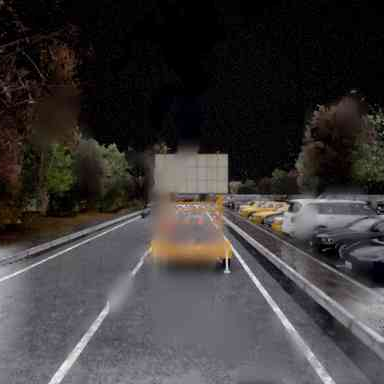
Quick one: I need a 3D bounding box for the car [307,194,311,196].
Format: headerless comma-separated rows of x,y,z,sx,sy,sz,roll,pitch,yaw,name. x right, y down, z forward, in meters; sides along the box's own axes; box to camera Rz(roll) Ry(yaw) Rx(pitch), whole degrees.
20.158,1.348,47.945,5.566,2.045,2.435,0,0,0,car

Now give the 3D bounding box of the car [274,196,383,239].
6.870,1.335,14.829,5.566,2.045,2.435,0,0,0,car

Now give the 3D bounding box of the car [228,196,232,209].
7.071,1.592,39.804,4.792,1.488,2.163,0,0,0,car

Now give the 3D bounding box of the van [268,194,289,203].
20.315,1.537,78.550,4.442,1.987,1.878,0,-1,0,van

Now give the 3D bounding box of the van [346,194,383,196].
19.989,1.317,36.850,4.442,1.987,1.878,0,0,0,van

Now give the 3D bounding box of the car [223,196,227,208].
7.057,1.622,45.357,4.792,1.488,2.163,0,0,0,car

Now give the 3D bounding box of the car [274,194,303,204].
20.336,1.467,70.231,5.566,2.045,2.435,0,0,0,car

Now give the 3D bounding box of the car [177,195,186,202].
-2.873,1.761,90.694,2.150,2.045,5.566,0,-1,0,car

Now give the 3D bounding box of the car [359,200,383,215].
20.105,1.563,34.096,4.792,1.488,2.163,0,0,0,car

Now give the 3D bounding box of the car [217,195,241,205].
7.210,1.571,64.790,4.553,1.767,2.185,0,0,0,car

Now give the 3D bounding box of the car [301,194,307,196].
20.181,1.362,50.715,5.566,2.045,2.435,0,0,0,car

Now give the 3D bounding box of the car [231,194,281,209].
7.050,1.425,37.032,4.553,1.767,2.185,0,0,0,car

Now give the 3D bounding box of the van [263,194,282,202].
20.357,1.637,83.940,4.442,1.987,1.878,0,-1,0,van

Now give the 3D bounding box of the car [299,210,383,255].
6.825,1.596,12.055,5.008,1.535,2.097,0,0,0,car

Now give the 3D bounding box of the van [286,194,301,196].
20.415,1.448,61.920,4.442,1.987,1.878,0,0,0,van

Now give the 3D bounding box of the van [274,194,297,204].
20.504,1.507,73.000,4.442,1.987,1.878,0,0,0,van

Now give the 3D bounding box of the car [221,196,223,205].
7.079,1.637,48.133,4.792,1.488,2.163,0,0,0,car

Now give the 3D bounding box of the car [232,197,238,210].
6.991,1.543,34.252,4.892,1.521,2.231,0,0,0,car

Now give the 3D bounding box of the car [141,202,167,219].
-3.322,1.616,29.835,1.994,1.385,4.181,0,0,0,car

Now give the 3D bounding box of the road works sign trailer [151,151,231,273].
-0.016,0.479,10.707,2.380,3.560,2.880,0,0,0,road works sign trailer

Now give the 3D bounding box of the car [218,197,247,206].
7.190,1.668,59.237,4.892,1.521,2.231,0,0,0,car

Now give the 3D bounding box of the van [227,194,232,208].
7.180,1.352,42.581,4.442,1.987,1.878,0,0,0,van

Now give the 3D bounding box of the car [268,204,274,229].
7.049,1.574,17.605,5.366,1.575,1.946,0,0,0,car

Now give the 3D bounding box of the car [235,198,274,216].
6.768,1.539,28.833,5.366,1.575,1.946,0,0,0,car

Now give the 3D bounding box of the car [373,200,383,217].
20.084,1.561,31.457,4.792,1.488,2.163,0,0,0,car

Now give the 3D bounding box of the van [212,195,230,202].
7.280,1.649,84.207,4.442,1.987,1.878,0,-1,0,van

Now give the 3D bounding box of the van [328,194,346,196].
20.259,1.343,42.404,4.442,1.987,1.878,0,0,0,van

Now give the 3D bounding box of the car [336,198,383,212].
20.125,1.554,39.634,5.008,1.535,2.097,0,0,0,car

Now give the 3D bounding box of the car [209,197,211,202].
7.380,1.519,78.671,5.566,2.045,2.435,0,0,0,car

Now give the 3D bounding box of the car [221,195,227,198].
7.101,1.652,50.909,4.792,1.488,2.163,0,0,0,car

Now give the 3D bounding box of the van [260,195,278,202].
20.636,1.756,89.477,4.442,1.987,1.878,0,-1,0,van

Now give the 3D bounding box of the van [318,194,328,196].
20.048,1.358,45.176,4.442,1.987,1.878,0,0,0,van

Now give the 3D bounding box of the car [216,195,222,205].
6.967,1.634,53.687,5.366,1.575,1.946,0,0,0,car

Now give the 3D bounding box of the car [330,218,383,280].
6.768,1.635,9.279,4.792,1.488,2.163,0,0,0,car

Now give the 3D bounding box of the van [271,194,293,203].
20.524,1.521,75.645,4.442,1.987,1.878,0,0,0,van

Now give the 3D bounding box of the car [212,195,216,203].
7.033,1.679,62.015,5.366,1.575,1.946,0,0,0,car

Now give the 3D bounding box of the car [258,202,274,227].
6.892,1.569,20.383,4.892,1.521,2.231,0,0,0,car

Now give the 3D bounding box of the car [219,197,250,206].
7.181,1.653,56.461,4.892,1.521,2.231,0,0,0,car

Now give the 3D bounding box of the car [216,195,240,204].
7.232,1.586,67.566,4.553,1.767,2.185,0,0,0,car

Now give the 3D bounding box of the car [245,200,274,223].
6.723,1.556,23.160,5.366,1.575,1.946,0,0,0,car
